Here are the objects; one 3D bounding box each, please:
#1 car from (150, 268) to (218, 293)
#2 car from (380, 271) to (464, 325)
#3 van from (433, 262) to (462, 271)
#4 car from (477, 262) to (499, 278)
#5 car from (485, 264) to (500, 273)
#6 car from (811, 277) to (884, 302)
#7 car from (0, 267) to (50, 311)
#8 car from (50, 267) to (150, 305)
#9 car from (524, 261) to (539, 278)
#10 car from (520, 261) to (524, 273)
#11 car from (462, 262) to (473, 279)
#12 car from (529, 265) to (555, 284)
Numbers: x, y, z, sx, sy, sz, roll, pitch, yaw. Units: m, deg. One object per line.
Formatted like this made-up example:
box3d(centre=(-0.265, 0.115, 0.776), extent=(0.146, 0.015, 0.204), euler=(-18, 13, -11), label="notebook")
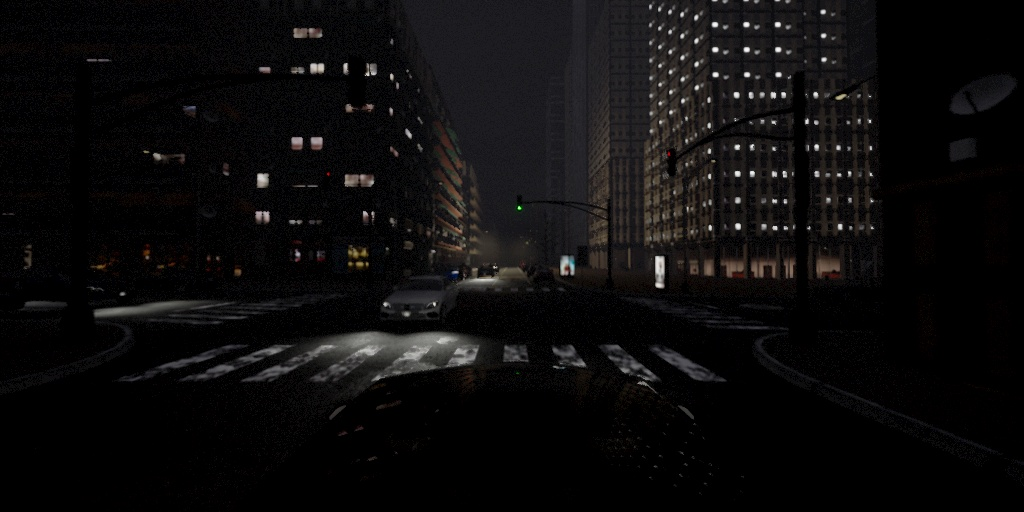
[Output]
box3d(centre=(-18.779, 1.314, 19.816), extent=(4.313, 1.339, 1.948), euler=(0, 0, 0), label="car")
box3d(centre=(-2.992, 1.405, 12.500), extent=(1.812, 1.442, 4.674), euler=(0, -1, 0), label="car")
box3d(centre=(-5.666, 1.441, 30.976), extent=(1.690, 1.789, 3.998), euler=(0, 0, 0), label="van")
box3d(centre=(-2.968, 1.724, 41.517), extent=(2.128, 1.511, 4.902), euler=(0, -1, 0), label="car")
box3d(centre=(-2.956, 1.936, 56.215), extent=(2.033, 1.411, 5.357), euler=(0, -1, 0), label="car")
box3d(centre=(19.408, 1.858, 20.182), extent=(4.403, 1.370, 2.007), euler=(0, 0, 0), label="car")
box3d(centre=(-18.765, 0.896, 11.437), extent=(5.009, 1.841, 2.192), euler=(0, 0, 0), label="car")
box3d(centre=(-17.606, 1.176, 14.067), extent=(4.674, 1.442, 1.812), euler=(1, -1, 0), label="car")
box3d(centre=(2.725, 1.675, 42.023), extent=(1.967, 1.591, 4.097), euler=(0, 0, 0), label="car")
box3d(centre=(2.738, 1.881, 58.603), extent=(1.967, 1.591, 4.097), euler=(0, 0, 0), label="car")
box3d(centre=(-5.661, 1.483, 36.503), extent=(2.192, 1.841, 5.009), euler=(0, 0, 0), label="car")
box3d(centre=(2.716, 1.683, 30.968), extent=(1.802, 1.307, 4.207), euler=(0, 0, 0), label="car")
